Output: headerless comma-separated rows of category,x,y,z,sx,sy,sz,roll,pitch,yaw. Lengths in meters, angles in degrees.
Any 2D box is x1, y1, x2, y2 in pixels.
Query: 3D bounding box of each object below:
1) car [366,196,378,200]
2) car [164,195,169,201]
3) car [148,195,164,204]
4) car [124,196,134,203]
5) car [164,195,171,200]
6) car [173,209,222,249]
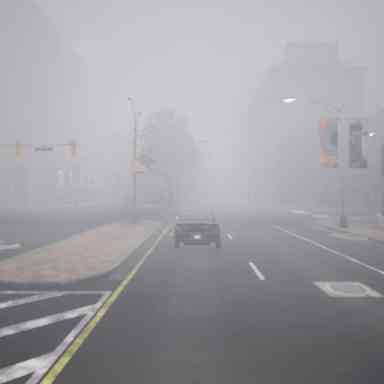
car,38.837,1.593,74.940,2.231,1.521,4.892,0,0,1
car,-7.062,1.565,79.064,1.837,1.490,4.892,0,0,1
car,-7.262,1.543,64.050,2.128,1.511,4.902,0,0,1
car,-13.871,1.648,74.178,1.895,1.301,4.718,0,0,1
car,-6.881,1.597,94.103,1.812,1.442,4.674,0,0,1
car,0.244,1.492,14.683,1.882,1.535,5.008,0,0,1
